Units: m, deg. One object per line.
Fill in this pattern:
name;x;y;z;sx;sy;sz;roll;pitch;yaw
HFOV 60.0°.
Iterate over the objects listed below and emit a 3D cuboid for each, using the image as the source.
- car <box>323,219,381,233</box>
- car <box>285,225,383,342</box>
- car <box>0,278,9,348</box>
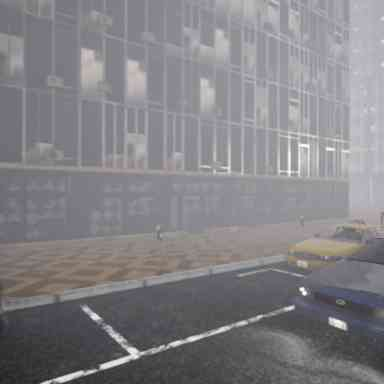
car;4.811;1.528;9.954;4.829;1.417;1.752;0;0;-35
car;4.322;1.549;6.434;5.357;1.411;2.033;0;0;-35
car;-4.346;1.566;3.462;4.313;1.339;1.947;0;0;-35
